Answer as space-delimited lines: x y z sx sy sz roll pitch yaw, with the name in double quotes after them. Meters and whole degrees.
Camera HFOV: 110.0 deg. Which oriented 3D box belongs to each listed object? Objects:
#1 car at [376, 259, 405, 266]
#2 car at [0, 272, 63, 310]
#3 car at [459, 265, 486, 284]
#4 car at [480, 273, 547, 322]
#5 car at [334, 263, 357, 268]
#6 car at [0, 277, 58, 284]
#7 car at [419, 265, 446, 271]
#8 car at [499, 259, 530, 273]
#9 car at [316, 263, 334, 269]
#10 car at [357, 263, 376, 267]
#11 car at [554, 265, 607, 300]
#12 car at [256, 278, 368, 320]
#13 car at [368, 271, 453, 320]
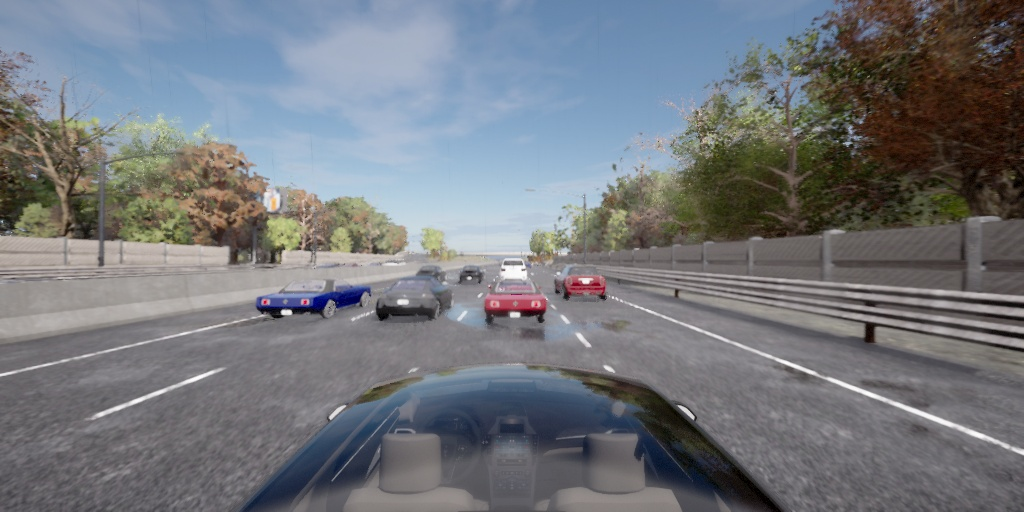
-17.558 1.478 52.979 2.150 2.045 5.566 0 -1 1 "car"
-21.099 1.411 13.357 2.033 1.411 5.357 0 -1 0 "car"
-3.395 1.541 30.983 1.837 1.490 4.892 0 -1 0 "car"
0.102 1.457 12.710 1.895 1.301 4.718 0 -1 0 "car"
-24.547 1.800 54.430 1.812 1.442 4.674 0 -1 1 "car"
-17.598 1.455 12.369 1.895 1.301 4.718 0 -1 0 "car"
-6.897 1.542 30.999 1.837 1.490 4.892 0 -1 0 "car"
0.102 1.251 30.313 2.150 2.045 5.566 0 -1 0 "car"
-28.023 1.830 55.202 2.033 1.411 5.357 0 -1 1 "car"
-21.045 1.822 54.447 2.033 1.411 5.357 0 -1 1 "car"
3.500 1.269 19.099 2.097 1.767 4.553 0 -1 0 "car"
-6.896 1.462 13.209 1.895 1.301 4.718 0 -1 0 "car"
-3.398 1.426 13.199 1.994 1.385 4.181 0 -1 0 "car"
